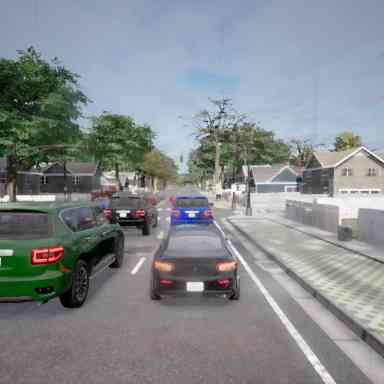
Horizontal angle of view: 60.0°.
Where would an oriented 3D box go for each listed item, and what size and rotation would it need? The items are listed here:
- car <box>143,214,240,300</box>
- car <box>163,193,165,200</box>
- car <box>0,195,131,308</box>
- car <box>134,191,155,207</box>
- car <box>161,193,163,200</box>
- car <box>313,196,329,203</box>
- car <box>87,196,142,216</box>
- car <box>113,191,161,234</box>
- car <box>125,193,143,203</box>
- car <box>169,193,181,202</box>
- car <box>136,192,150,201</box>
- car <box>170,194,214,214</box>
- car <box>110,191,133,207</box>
[{"bbox_3d":[0.070,1.513,8.230,1.812,1.442,4.674,0,0,0],"label":"car"},{"bbox_3d":[-6.491,0.858,66.385,2.128,1.511,4.902,0,1,1],"label":"car"},{"bbox_3d":[-3.184,1.209,8.039,2.150,2.045,5.566,0,0,1],"label":"car"},{"bbox_3d":[-6.571,0.889,46.856,2.150,2.045,5.566,0,1,0],"label":"car"},{"bbox_3d":[-6.550,1.121,56.264,1.994,1.385,4.181,0,1,1],"label":"car"},{"bbox_3d":[13.296,1.198,34.409,4.902,1.511,2.128,0,1,-2],"label":"car"},{"bbox_3d":[-7.141,1.254,31.018,4.553,1.767,2.097,0,1,0],"label":"car"},{"bbox_3d":[-3.217,1.158,18.390,2.150,2.045,5.566,0,0,1],"label":"car"},{"bbox_3d":[-9.804,1.044,56.590,2.128,1.511,4.902,0,1,0],"label":"car"},{"bbox_3d":[-3.117,1.017,62.388,1.994,1.385,4.181,0,1,0],"label":"car"},{"bbox_3d":[-9.731,0.854,66.564,2.128,1.511,4.902,0,1,1],"label":"car"},{"bbox_3d":[0.031,1.159,18.264,2.150,2.045,5.566,0,0,1],"label":"car"},{"bbox_3d":[-9.822,0.888,46.910,2.150,2.045,5.566,0,1,0],"label":"car"}]
